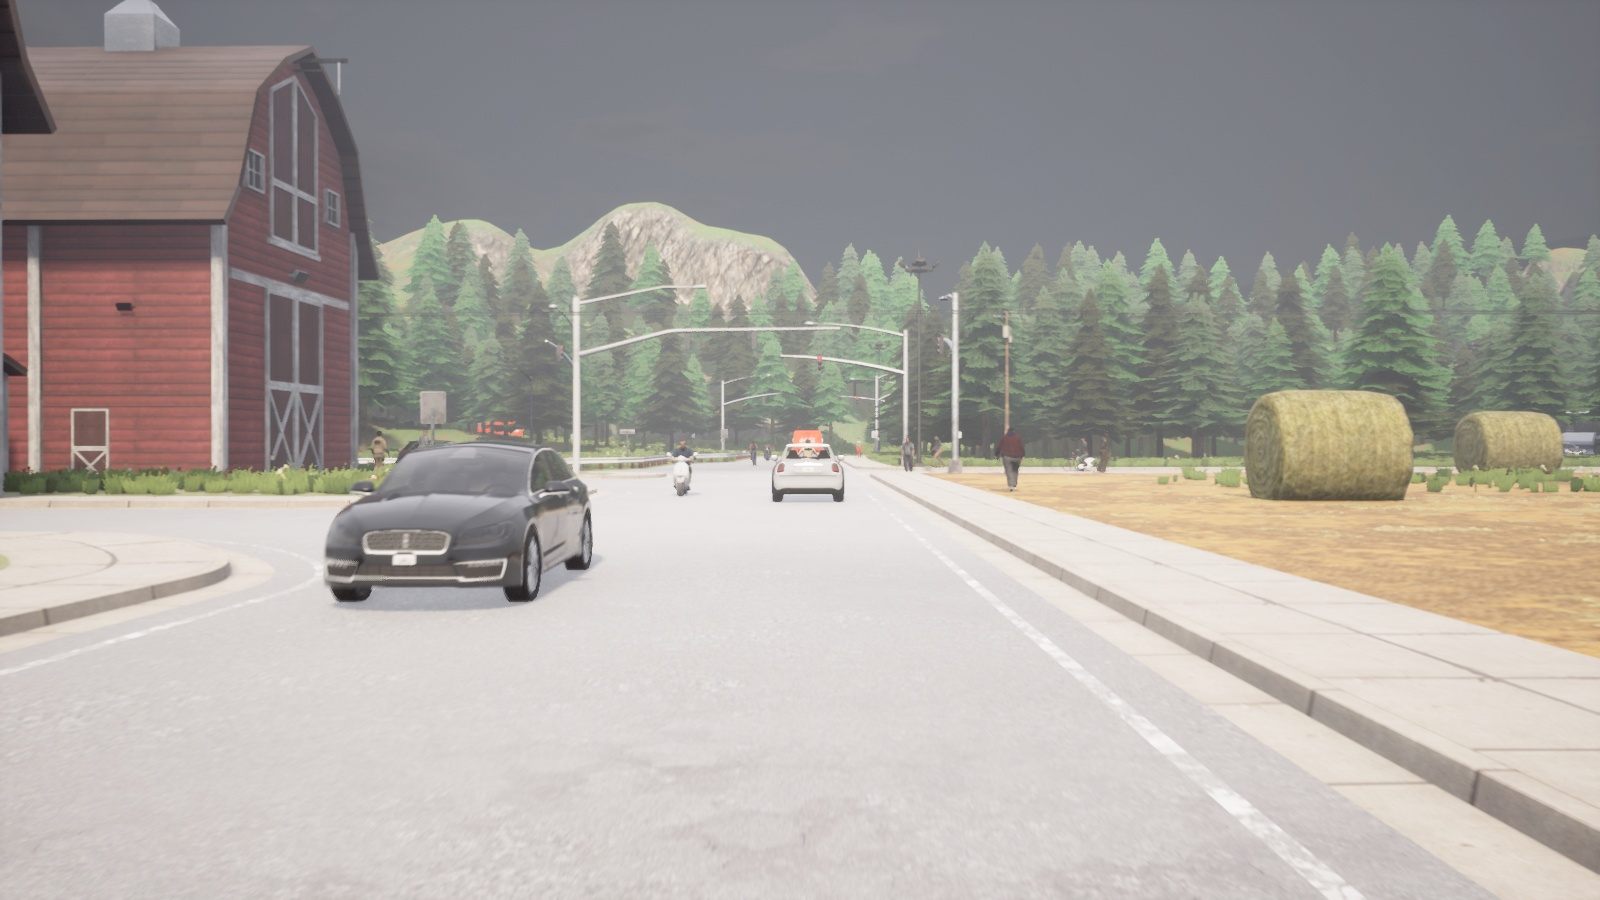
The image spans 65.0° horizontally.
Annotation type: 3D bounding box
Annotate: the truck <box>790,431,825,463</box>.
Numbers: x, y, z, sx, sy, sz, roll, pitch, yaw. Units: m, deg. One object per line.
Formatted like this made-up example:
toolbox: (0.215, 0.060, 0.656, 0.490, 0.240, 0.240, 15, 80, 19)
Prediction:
truck: (0.616, -0.285, 98.100, 2.627, 2.467, 5.204, 0, 1, 1)

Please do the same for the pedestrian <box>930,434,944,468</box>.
pedestrian: (7.465, 0.049, 68.509, 0.694, 1.848, 0.540, 0, 0, -5)

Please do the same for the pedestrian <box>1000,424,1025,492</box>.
pedestrian: (5.807, 0.210, 34.305, 0.634, 1.844, 0.899, 0, 0, 7)

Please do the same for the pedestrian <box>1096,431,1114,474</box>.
pedestrian: (13.619, 0.105, 56.061, 0.692, 1.930, 0.395, 0, 0, 2)

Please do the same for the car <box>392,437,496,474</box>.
car: (-17.585, 0.267, 62.231, 4.553, 1.767, 2.097, 0, 0, 1)

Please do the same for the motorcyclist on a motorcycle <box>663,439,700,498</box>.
motorcyclist on a motorcycle: (-3.286, 0.500, 35.014, 0.866, 1.590, 1.817, 0, 0, 0)

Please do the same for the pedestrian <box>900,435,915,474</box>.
pedestrian: (5.142, 0.222, 60.008, 0.540, 1.848, 0.694, 0, 0, 18)

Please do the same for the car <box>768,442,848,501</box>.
car: (0.204, 0.526, 33.020, 1.970, 1.475, 3.806, 0, 0, 0)

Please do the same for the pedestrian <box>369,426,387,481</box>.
pedestrian: (-15.043, 0.124, 44.807, 0.396, 1.930, 0.692, 0, 0, 2)

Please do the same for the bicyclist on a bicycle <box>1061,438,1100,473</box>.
bicyclist on a bicycle: (14.497, 0.289, 64.968, 1.843, 1.776, 0.659, 0, 0, 1)

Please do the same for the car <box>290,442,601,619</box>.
car: (-3.408, 0.669, 13.134, 1.837, 1.490, 4.892, 0, 1, 0)
